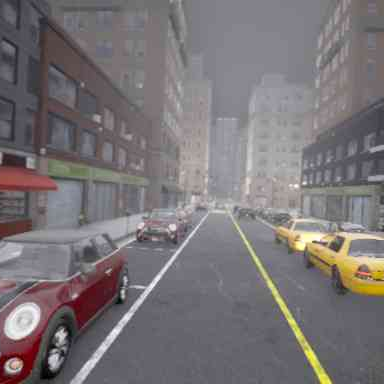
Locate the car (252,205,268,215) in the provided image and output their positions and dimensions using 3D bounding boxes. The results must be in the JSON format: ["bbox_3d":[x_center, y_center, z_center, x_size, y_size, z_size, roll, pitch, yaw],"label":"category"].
[{"bbox_3d":[9.965,2.643,49.053,1.802,1.307,4.206,2,-1,5],"label":"car"}]

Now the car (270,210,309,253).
[{"bbox_3d":[5.100,1.894,15.500,1.801,1.575,5.366,3,-1,5],"label":"car"}]

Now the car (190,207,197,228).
[{"bbox_3d":[-0.940,1.792,21.971,1.802,1.307,4.206,2,-1,5],"label":"car"}]

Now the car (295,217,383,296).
[{"bbox_3d":[4.584,1.798,9.522,1.801,1.575,5.366,3,-1,5],"label":"car"}]

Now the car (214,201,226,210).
[{"bbox_3d":[4.891,2.403,58.385,2.128,1.511,4.902,3,-1,5],"label":"car"}]

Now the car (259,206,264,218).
[{"bbox_3d":[9.019,2.418,38.094,1.752,1.417,4.829,2,-1,5],"label":"car"}]

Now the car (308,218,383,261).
[{"bbox_3d":[7.076,2.090,15.667,2.008,1.369,4.403,2,-1,5],"label":"car"}]

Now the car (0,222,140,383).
[{"bbox_3d":[-2.375,1.383,5.280,1.967,1.590,4.097,2,-1,5],"label":"car"}]

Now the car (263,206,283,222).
[{"bbox_3d":[8.521,2.354,32.360,2.008,1.369,4.403,2,-1,5],"label":"car"}]

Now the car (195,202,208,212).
[{"bbox_3d":[1.464,2.188,49.793,1.887,1.381,4.507,2,-1,5],"label":"car"}]

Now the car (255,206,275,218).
[{"bbox_3d":[9.484,2.541,43.489,1.947,1.339,4.313,2,-1,5],"label":"car"}]

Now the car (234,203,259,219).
[{"bbox_3d":[6.171,2.255,38.016,1.837,1.490,4.892,3,0,6],"label":"car"}]

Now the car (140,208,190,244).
[{"bbox_3d":[-1.415,1.562,16.408,1.967,1.590,4.097,2,-1,5],"label":"car"}]
